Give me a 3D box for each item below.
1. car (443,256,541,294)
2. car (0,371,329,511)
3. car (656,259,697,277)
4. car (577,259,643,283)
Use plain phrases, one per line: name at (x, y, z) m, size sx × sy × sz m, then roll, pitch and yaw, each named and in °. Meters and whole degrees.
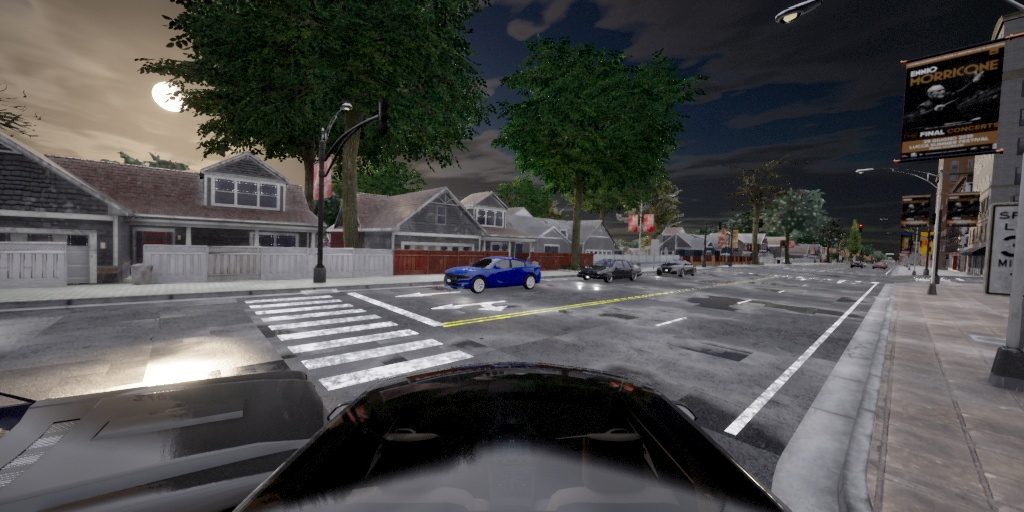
car at (-0.788, 0.769, 16.656) m, size 5.008 × 1.535 × 1.882 m, roll 0°, pitch 3°, yaw -43°
car at (-3.322, 1.279, 1.524) m, size 4.718 × 1.301 × 1.895 m, roll 1°, pitch 2°, yaw -33°
car at (13.880, 0.978, 30.175) m, size 4.181 × 1.385 × 1.994 m, roll 0°, pitch 3°, yaw -43°
car at (6.530, 0.899, 23.415) m, size 5.357 × 1.411 × 2.033 m, roll 0°, pitch 3°, yaw -43°
